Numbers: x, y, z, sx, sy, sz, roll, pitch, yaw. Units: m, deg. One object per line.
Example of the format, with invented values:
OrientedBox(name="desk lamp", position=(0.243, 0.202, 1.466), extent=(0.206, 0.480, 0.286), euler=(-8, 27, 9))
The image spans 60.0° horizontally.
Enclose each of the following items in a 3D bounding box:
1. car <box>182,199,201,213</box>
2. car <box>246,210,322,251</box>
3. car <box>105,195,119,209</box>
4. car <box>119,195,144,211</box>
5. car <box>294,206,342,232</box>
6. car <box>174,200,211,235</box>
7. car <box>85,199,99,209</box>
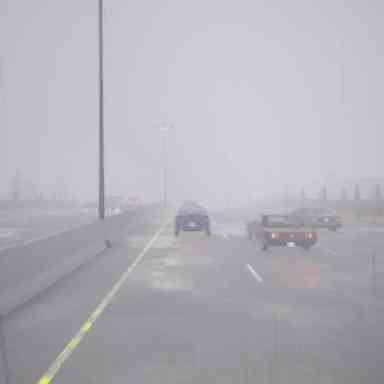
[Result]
OrientedBox(name="car", position=(-0.091, 1.549, 37.653), extent=(1.994, 1.385, 4.181), euler=(0, 0, 0))
OrientedBox(name="car", position=(3.536, 1.584, 14.098), extent=(1.895, 1.301, 4.718), euler=(0, 0, 0))
OrientedBox(name="car", position=(-10.820, 1.449, 47.458), extent=(2.150, 2.045, 5.566), euler=(0, -2, 0))
OrientedBox(name="car", position=(-7.296, 1.393, 41.395), extent=(2.097, 1.767, 4.553), euler=(0, -1, 0))
OrientedBox(name="car", position=(7.006, 1.518, 19.856), extent=(2.033, 1.411, 5.357), euler=(0, 0, 0))
OrientedBox(name="car", position=(0.009, 1.468, 18.961), extent=(1.882, 1.535, 5.008), euler=(0, 0, 0))
OrientedBox(name="car", position=(-14.323, 1.810, 49.541), extent=(1.882, 1.535, 5.008), euler=(0, -3, 0))
